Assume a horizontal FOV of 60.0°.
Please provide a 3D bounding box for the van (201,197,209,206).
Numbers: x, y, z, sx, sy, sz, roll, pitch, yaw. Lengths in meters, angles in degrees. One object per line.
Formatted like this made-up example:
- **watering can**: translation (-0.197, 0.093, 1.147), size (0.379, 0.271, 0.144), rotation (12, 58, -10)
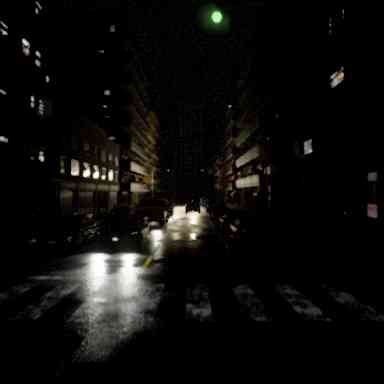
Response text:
- **van**: translation (2.728, 2.065, 70.959), size (1.690, 1.788, 3.998), rotation (-1, -1, 0)

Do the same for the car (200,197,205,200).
- **car**: translation (2.723, 2.135, 60.080), size (1.752, 1.417, 4.829), rotation (0, -1, 0)

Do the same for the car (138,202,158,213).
- **car**: translation (-5.669, 1.980, 43.359), size (1.887, 1.381, 4.507), rotation (0, -1, 0)

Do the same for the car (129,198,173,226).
- **car**: translation (-3.050, 1.479, 25.830), size (2.150, 2.045, 5.566), rotation (0, -1, 2)

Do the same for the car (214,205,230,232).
- **car**: translation (2.698, 1.777, 21.248), size (1.947, 1.339, 4.313), rotation (0, -1, 0)

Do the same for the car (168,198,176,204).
- **car**: translation (-5.636, 2.504, 93.067), size (1.887, 1.381, 4.507), rotation (0, -1, 0)

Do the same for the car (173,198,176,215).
- **car**: translation (-3.054, 1.709, 35.614), size (2.097, 1.767, 4.553), rotation (0, -1, 0)

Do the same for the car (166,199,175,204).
- **car**: translation (-5.639, 2.466, 87.543), size (1.947, 1.339, 4.313), rotation (0, -1, 0)

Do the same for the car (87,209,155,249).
- **car**: translation (-3.081, 1.716, 15.315), size (1.994, 1.385, 4.181), rotation (0, -1, 0)

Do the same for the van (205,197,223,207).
- **van**: translation (2.707, 1.721, 37.819), size (1.690, 1.788, 3.998), rotation (0, -1, 0)

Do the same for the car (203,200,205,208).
- **car**: translation (2.712, 2.002, 43.340), size (1.947, 1.339, 4.313), rotation (0, -1, 0)

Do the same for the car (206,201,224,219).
- **car**: translation (2.705, 1.868, 32.294), size (1.887, 1.381, 4.507), rotation (0, -1, 0)

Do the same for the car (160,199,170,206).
- **car**: translation (-5.651, 2.247, 70.805), size (1.752, 1.417, 4.829), rotation (0, -1, 0)

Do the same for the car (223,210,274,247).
- **car**: translation (2.694, 1.738, 15.724), size (1.802, 1.307, 4.206), rotation (0, -1, 0)

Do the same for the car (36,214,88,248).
- **car**: translation (-5.687, 1.722, 15.742), size (1.947, 1.339, 4.313), rotation (0, -1, 0)

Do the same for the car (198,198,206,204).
- **car**: translation (2.745, 2.510, 93.048), size (2.008, 1.369, 4.403), rotation (-1, -1, 0)

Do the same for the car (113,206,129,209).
- **car**: translation (-5.680, 1.833, 26.789), size (1.947, 1.339, 4.313), rotation (0, -1, 0)

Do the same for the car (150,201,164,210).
- **car**: translation (-5.661, 2.132, 54.404), size (1.802, 1.307, 4.206), rotation (0, -1, 0)

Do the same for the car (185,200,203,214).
- **car**: translation (0.125, 2.023, 42.056), size (1.895, 1.301, 4.718), rotation (0, -1, 1)
